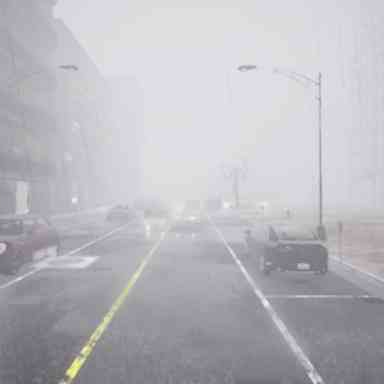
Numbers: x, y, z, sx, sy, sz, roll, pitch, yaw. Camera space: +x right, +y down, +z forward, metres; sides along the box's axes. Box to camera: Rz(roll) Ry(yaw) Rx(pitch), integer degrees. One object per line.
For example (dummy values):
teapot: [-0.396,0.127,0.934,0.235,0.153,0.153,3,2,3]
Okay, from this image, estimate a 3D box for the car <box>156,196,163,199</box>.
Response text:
car: [-5.769,1.668,49.217,1.802,1.307,4.206,1,0,0]

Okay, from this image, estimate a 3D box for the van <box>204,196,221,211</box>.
van: [2.722,1.413,41.467,1.690,1.788,3.998,1,0,0]

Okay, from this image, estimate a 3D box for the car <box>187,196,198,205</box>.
car: [0.086,1.601,61.647,2.128,1.511,4.902,0,0,0]

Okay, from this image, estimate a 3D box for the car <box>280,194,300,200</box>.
car: [24.740,1.325,82.486,4.097,1.590,1.967,0,-1,0]

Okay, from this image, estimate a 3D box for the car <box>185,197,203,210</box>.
car: [0.093,1.555,44.520,1.882,1.535,5.008,0,0,0]

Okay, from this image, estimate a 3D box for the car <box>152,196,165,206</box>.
car: [-5.820,1.543,58.121,1.967,1.590,4.097,1,0,0]

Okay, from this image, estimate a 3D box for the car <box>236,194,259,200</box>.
car: [13.686,1.552,82.562,4.206,1.307,1.802,0,-1,0]

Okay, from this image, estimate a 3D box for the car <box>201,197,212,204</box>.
car: [2.816,1.668,65.928,2.008,1.369,4.403,1,0,0]

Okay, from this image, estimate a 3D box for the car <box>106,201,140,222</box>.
car: [-5.685,1.629,26.938,1.802,1.307,4.206,1,0,0]

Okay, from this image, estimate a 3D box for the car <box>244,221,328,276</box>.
car: [2.699,1.568,10.230,2.008,1.369,4.403,1,0,0]

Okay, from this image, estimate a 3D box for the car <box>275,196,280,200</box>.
car: [24.801,1.567,90.865,4.507,1.381,1.887,0,-1,0]

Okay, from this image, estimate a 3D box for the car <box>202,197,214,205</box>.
car: [2.818,1.657,60.358,2.008,1.369,4.403,1,0,0]

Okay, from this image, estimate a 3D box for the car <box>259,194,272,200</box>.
car: [19.271,1.380,90.905,5.009,1.841,2.192,0,-1,0]

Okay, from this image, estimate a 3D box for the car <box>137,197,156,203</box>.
car: [-5.691,1.506,38.078,1.967,1.590,4.097,1,0,0]

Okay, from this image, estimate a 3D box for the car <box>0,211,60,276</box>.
car: [-5.680,1.458,10.229,1.967,1.590,4.097,1,0,0]

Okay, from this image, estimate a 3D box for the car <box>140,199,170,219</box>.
car: [-3.040,1.616,29.599,1.994,1.385,4.181,0,0,1]

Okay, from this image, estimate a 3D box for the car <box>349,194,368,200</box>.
car: [41.321,1.201,82.371,4.097,1.590,1.967,0,-1,0]
